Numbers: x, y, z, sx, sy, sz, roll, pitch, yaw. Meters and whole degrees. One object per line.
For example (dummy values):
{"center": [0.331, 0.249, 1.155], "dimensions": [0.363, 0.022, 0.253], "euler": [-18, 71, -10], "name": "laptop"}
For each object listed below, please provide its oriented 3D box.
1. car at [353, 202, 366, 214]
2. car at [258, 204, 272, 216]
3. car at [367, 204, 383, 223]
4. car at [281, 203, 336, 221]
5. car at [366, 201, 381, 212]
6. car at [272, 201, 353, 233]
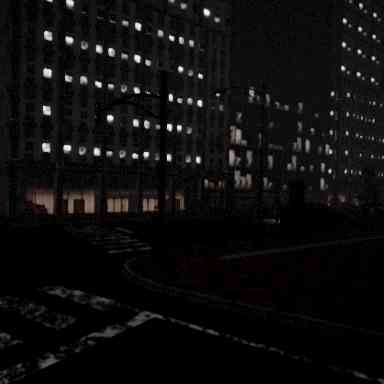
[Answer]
{"center": [17.445, 1.763, 38.126], "dimensions": [4.829, 1.417, 1.752], "euler": [1, 1, -34], "name": "car"}
{"center": [8.241, 1.686, 31.802], "dimensions": [4.403, 1.369, 2.008], "euler": [1, 1, -34], "name": "car"}
{"center": [17.372, 1.962, 28.519], "dimensions": [4.507, 1.381, 1.887], "euler": [1, 1, -34], "name": "car"}
{"center": [10.759, 1.767, 30.544], "dimensions": [5.357, 1.411, 2.033], "euler": [1, 1, -34], "name": "car"}
{"center": [22.257, 1.858, 41.433], "dimensions": [4.313, 1.339, 1.947], "euler": [1, 1, -34], "name": "car"}
{"center": [8.034, 1.628, 22.094], "dimensions": [5.009, 1.841, 2.192], "euler": [1, 1, -34], "name": "car"}
